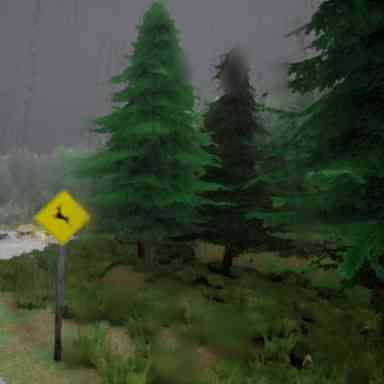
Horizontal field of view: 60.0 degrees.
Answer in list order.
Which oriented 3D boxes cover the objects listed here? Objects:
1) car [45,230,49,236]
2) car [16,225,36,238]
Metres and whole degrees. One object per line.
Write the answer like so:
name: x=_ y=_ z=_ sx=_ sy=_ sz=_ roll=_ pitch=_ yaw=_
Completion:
car: x=-18.796 y=5.122 z=45.196 sx=1.882 sy=1.535 sz=5.008 roll=2 pitch=-5 yaw=-28
car: x=-20.088 y=4.735 z=40.289 sx=1.882 sy=1.535 sz=5.008 roll=2 pitch=-6 yaw=-25
